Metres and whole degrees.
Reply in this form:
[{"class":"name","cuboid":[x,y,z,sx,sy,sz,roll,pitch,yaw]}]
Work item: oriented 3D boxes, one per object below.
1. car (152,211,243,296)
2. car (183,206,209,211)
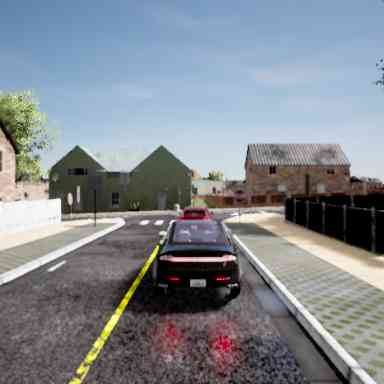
[{"class":"car","cuboid":[0.122,1.465,8.566,2.128,1.511,4.902,0,0,0]},{"class":"car","cuboid":[0.191,1.471,17.797,1.812,1.442,4.674,0,0,2]}]
